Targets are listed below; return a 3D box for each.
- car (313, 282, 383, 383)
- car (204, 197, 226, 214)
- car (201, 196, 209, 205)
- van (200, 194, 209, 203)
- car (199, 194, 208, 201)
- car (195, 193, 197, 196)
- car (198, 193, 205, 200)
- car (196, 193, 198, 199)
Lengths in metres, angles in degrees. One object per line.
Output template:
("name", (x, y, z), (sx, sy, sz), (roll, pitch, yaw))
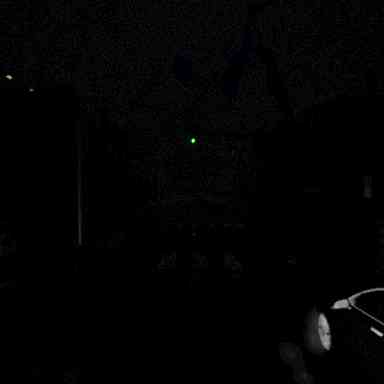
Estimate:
("car", (2.622, 1.548, 3.270), (2.008, 1.369, 4.403), (-1, 0, 0))
("car", (2.624, 1.525, 35.715), (1.887, 1.381, 4.507), (-1, 0, 0))
("car", (2.626, 1.558, 46.780), (1.802, 1.307, 4.206), (-1, 0, 0))
("van", (2.622, 1.310, 68.910), (1.690, 1.788, 3.998), (-1, 0, 0))
("car", (2.626, 1.517, 57.845), (1.887, 1.381, 4.507), (-1, 0, 0))
("car", (2.623, 1.278, 85.508), (2.192, 1.841, 5.009), (-1, 0, 0))
("car", (2.624, 1.411, 63.378), (1.967, 1.590, 4.097), (-1, 0, 0))
("car", (2.628, 1.516, 79.976), (2.008, 1.369, 4.403), (-1, 0, 0))
